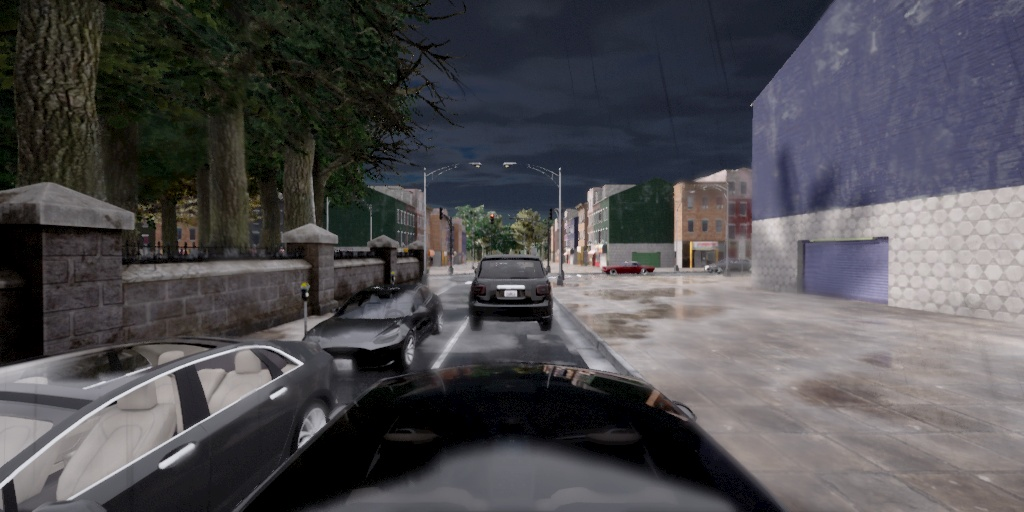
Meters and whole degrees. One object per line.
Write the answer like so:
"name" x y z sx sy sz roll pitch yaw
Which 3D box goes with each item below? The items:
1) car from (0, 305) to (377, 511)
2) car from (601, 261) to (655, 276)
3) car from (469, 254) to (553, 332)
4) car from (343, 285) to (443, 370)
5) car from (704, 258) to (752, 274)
"car" -2.641 1.300 2.047 2.007 1.370 4.403 0 0 0
"car" 10.989 1.179 34.310 4.718 1.301 1.895 -1 1 0
"car" -0.012 0.971 11.046 2.150 2.045 5.566 0 0 0
"car" -2.635 1.315 7.736 1.948 1.339 4.313 0 0 0
"car" 21.027 0.935 34.296 4.902 1.511 2.128 -1 1 0
